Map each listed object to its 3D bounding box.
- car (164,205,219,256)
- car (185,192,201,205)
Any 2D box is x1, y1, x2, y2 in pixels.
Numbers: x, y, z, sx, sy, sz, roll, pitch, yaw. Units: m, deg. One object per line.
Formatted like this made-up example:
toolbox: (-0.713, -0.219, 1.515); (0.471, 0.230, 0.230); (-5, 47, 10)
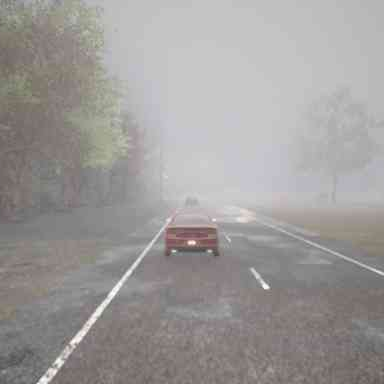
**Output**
car: (-0.006, 1.481, 13.178); (1.882, 1.535, 5.008); (0, 0, 0)
car: (-0.028, 1.343, 54.538); (2.097, 1.767, 4.553); (0, 0, 0)
